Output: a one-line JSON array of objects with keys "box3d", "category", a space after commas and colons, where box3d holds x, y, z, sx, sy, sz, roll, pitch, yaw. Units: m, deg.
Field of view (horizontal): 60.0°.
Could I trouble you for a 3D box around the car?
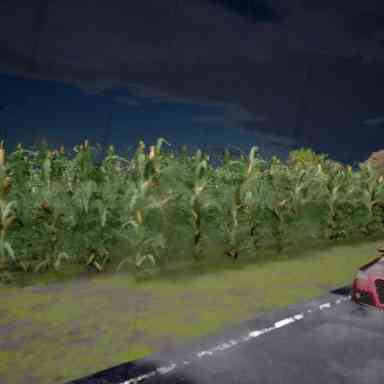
[{"box3d": [5.175, 1.671, 7.077, 4.181, 1.385, 1.994, 1, -1, -39], "category": "car"}]
